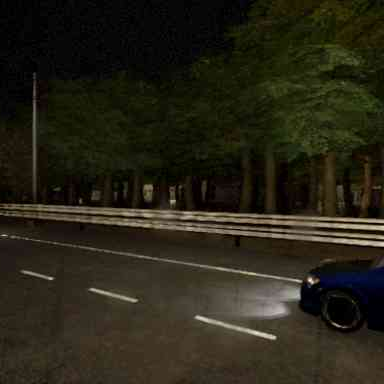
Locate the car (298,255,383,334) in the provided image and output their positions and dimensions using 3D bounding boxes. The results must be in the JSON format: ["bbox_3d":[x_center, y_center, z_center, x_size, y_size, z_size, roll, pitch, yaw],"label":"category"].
[{"bbox_3d":[3.942,1.567,5.357,4.181,1.385,1.994,0,0,36],"label":"car"}]
